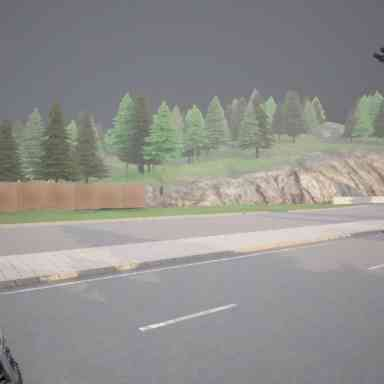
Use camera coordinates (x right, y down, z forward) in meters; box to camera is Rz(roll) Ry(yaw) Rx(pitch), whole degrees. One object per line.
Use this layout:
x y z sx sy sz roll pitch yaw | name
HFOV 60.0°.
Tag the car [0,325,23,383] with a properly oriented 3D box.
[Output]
-3.662 1.219 1.133 5.566 2.045 2.150 0 0 -35 | car
